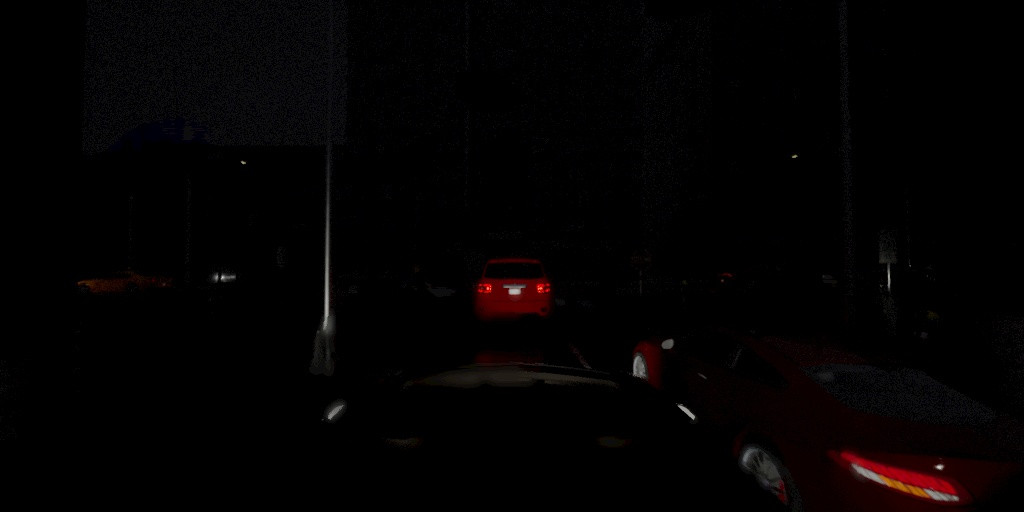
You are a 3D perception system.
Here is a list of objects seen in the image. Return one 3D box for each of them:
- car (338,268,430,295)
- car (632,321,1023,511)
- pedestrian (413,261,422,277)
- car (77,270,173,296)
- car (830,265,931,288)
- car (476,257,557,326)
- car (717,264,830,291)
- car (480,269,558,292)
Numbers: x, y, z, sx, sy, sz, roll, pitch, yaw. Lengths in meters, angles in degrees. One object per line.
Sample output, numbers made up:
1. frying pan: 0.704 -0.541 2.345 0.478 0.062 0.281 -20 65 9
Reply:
1. car: -7.063 1.430 19.996 4.892 1.490 1.837 -1 -2 0
2. car: 2.639 1.348 3.778 1.802 1.307 4.207 0 0 0
3. pedestrian: -6.835 1.220 25.862 0.375 1.860 0.375 0 -1 0
4. car: -24.766 1.709 23.003 5.008 1.535 1.882 -1 -2 0
5. car: 23.173 1.275 22.838 5.357 1.411 2.033 0 -2 0
6. car: 0.013 1.052 12.171 2.150 2.045 5.566 0 0 -1
7. car: 14.158 1.201 19.929 5.008 1.535 1.882 -1 -2 0
8. car: 0.429 1.530 22.916 4.718 1.301 1.895 -1 -2 0
